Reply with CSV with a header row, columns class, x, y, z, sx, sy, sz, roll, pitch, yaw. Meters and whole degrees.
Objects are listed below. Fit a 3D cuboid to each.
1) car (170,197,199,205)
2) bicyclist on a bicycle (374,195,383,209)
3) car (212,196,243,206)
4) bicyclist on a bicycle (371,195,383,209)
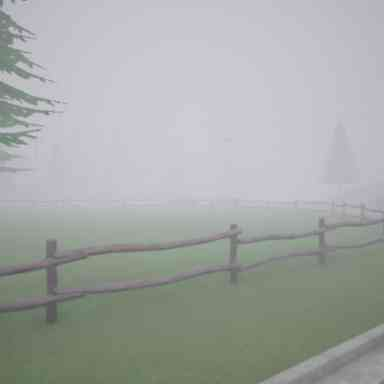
class,x,y,z,sx,sy,sz,roll,pitch,yaw
car,-1.184,1.484,52.354,4.674,1.442,1.812,0,0,17
bicyclist on a bicycle,22.970,1.241,40.265,1.656,1.620,0.582,0,0,-27
car,5.604,1.455,52.805,4.892,1.490,1.837,0,0,30
bicyclist on a bicycle,22.740,1.241,40.699,1.656,1.620,0.582,0,0,-28
